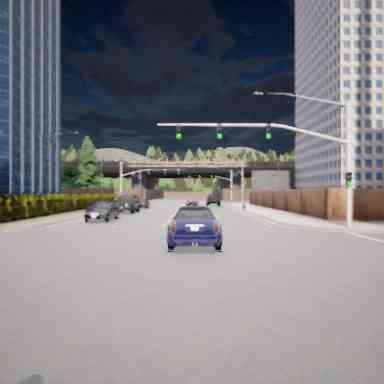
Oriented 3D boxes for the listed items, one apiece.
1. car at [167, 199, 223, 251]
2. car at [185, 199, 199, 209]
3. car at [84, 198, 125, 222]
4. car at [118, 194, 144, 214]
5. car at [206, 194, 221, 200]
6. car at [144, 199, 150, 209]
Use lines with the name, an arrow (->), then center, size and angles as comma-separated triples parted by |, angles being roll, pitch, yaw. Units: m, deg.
car -> 0.100, 1.374, 14.304 | 2.097, 1.767, 4.553 | 0, 0, 0
car -> 0.017, 1.675, 48.982 | 1.895, 1.301, 4.718 | 0, 0, 0
car -> -7.096, 1.531, 26.517 | 2.128, 1.511, 4.902 | 0, 0, 0
car -> -7.072, 1.276, 36.385 | 2.150, 2.045, 5.566 | 0, 0, 0
car -> 3.500, 1.304, 54.463 | 2.150, 2.045, 5.566 | 0, 0, 0
car -> -7.000, 1.634, 46.250 | 1.994, 1.385, 4.181 | 0, 0, 0
